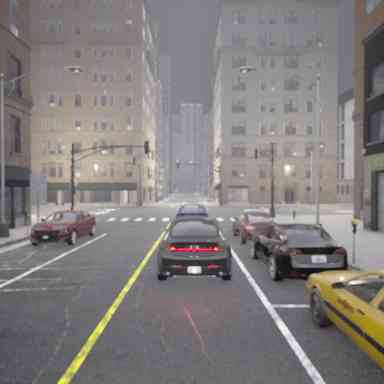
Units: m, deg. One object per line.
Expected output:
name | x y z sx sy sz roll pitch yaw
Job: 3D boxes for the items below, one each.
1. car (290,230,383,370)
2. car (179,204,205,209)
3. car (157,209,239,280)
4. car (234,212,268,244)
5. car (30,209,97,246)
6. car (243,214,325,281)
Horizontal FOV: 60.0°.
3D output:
car | 2.863 1.513 4.146 1.752 1.417 4.829 -1 0 0
car | 0.026 1.420 19.746 1.882 1.535 5.008 0 0 1
car | 0.065 1.476 9.796 1.837 1.490 4.892 0 0 0
car | 2.858 1.537 15.148 1.802 1.307 4.206 -1 0 0
car | -5.687 1.500 15.141 1.887 1.381 4.507 -1 0 0
car | 2.861 1.538 9.563 1.947 1.339 4.313 -1 0 0
